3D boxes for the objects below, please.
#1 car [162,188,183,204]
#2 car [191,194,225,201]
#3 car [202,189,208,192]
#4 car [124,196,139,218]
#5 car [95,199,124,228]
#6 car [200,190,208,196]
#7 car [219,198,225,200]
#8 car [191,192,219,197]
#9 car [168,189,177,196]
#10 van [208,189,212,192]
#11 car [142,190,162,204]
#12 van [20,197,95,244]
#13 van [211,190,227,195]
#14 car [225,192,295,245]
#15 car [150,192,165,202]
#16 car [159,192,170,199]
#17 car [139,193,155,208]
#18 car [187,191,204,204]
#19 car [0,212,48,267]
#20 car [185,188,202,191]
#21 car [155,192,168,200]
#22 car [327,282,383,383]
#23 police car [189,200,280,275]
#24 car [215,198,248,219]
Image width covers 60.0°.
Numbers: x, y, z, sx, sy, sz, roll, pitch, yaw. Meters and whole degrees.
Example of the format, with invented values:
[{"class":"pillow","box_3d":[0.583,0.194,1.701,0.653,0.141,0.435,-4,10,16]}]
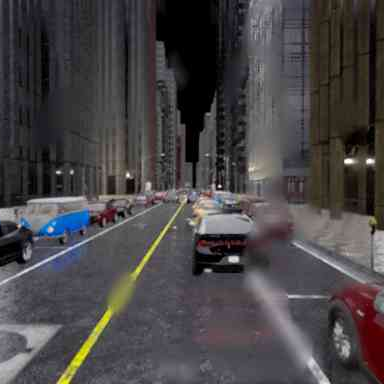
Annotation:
[{"class":"car","box_3d":[-2.761,0.690,45.476,2.097,1.767,4.553,0,1,1]},{"class":"car","box_3d":[1.001,1.160,20.168,1.801,1.575,5.366,0,1,0]},{"class":"car","box_3d":[3.137,0.380,64.705,2.192,1.841,5.009,0,1,0]},{"class":"car","box_3d":[-5.617,1.194,25.415,1.947,1.339,4.313,0,1,0]},{"class":"car","box_3d":[-5.650,1.254,19.797,1.887,1.381,4.507,0,1,0]},{"class":"car","box_3d":[3.293,0.241,91.559,2.008,1.369,4.403,0,1,0]},{"class":"car","box_3d":[2.875,1.275,19.764,1.947,1.339,4.313,0,1,0]},{"class":"car","box_3d":[1.003,1.072,26.167,1.801,1.575,5.366,0,1,0]},{"class":"car","box_3d":[-5.232,0.005,91.586,2.192,1.841,5.009,0,1,0]},{"class":"van","box_3d":[2.973,0.807,36.615,1.690,1.788,3.998,0,1,0]},{"class":"car","box_3d":[-5.519,0.700,42.264,2.192,1.841,5.009,0,1,0]},{"class":"van","box_3d":[-5.683,1.132,14.176,1.690,1.788,3.998,0,1,0]},{"class":"van","box_3d":[2.941,0.888,30.997,1.690,1.788,3.998,0,1,0]},{"class":"car","box_3d":[2.842,1.106,14.142,2.192,1.841,5.009,0,1,0]},{"class":"car","box_3d":[-5.453,0.769,53.503,1.887,1.381,4.507,0,1,0]},{"class":"car","box_3d":[-5.388,0.647,64.739,1.802,1.307,4.206,0,1,0]},{"class":"car","box_3d":[-5.552,1.047,36.650,1.802,1.307,4.206,0,1,0]},{"class":"car","box_3d":[0.293,0.890,46.404,1.994,1.385,4.181,0,1,1]},{"class":"car","box_3d":[-5.715,1.439,8.562,1.947,1.339,4.313,0,1,0]},{"class":"car","box_3d":[0.363,0.315,62.620,2.150,2.045,5.566,0,1,0]},{"class":"car","box_3d":[-5.421,0.726,59.121,1.802,1.307,4.206,0,1,0]},{"class":"car","box_3d":[2.777,1.395,2.908,1.967,1.590,4.097,0,1,0]},{"class":"police car","box_3d":[0.957,1.276,10.088,1.930,1.638,5.238,0,1,0]},{"class":"car","box_3d":[2.908,1.178,25.382,2.008,1.369,4.403,0,1,0]}]
